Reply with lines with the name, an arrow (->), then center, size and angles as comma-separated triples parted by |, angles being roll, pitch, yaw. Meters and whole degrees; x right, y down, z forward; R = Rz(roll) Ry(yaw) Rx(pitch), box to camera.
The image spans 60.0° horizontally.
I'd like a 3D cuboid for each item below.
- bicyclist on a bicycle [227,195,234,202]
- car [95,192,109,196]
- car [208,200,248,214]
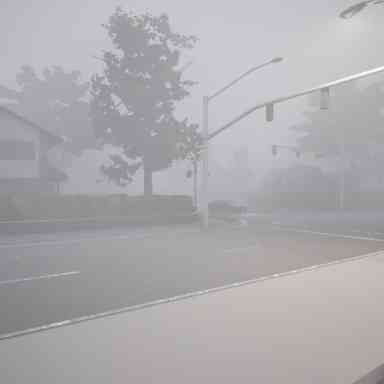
bicyclist on a bicycle -> 5.913, 1.303, 51.108 | 1.656, 1.620, 0.582 | 0, 0, -36
car -> -20.412, 1.049, 75.266 | 2.150, 2.045, 5.566 | 0, 0, -36
car -> 3.613, 1.547, 36.546 | 2.033, 1.411, 5.357 | 0, 0, -36
